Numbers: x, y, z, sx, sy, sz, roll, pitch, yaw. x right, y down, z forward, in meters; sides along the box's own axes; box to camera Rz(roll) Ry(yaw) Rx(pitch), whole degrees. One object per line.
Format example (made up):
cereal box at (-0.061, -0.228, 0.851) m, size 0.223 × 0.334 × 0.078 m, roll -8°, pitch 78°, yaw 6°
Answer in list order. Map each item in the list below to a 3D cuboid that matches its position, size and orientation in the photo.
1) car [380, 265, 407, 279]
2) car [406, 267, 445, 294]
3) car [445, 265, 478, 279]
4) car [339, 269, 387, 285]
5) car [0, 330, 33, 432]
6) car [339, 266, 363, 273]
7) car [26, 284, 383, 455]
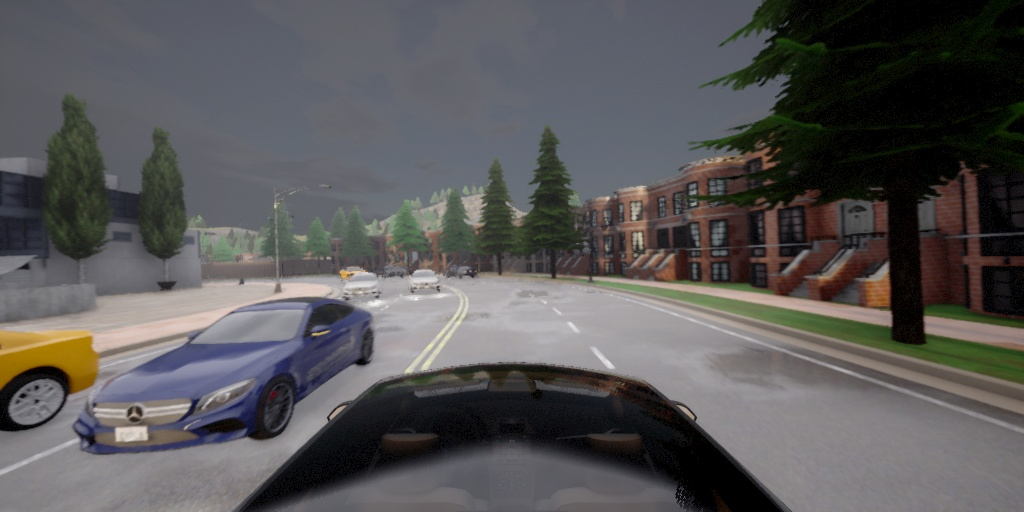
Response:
car at (-13.081, 1.669, 38.059) m, size 1.994 × 1.385 × 4.181 m, roll -2°, pitch 0°, yaw -38°
car at (-5.831, 1.626, 23.754) m, size 1.812 × 1.442 × 4.674 m, roll -2°, pitch 0°, yaw -18°
car at (-5.757, 1.735, 39.651) m, size 2.033 × 1.411 × 5.357 m, roll -2°, pitch 0°, yaw -34°
car at (-8.733, 1.725, 21.291) m, size 1.812 × 1.442 × 4.674 m, roll -2°, pitch 0°, yaw -16°
car at (-7.134, 1.513, 3.252) m, size 1.882 × 1.535 × 5.008 m, roll -2°, pitch 0°, yaw -2°
car at (-15.821, 1.752, 35.883) m, size 1.882 × 1.535 × 5.008 m, roll -2°, pitch 0°, yaw -38°
car at (-3.682, 1.441, 5.735) m, size 1.812 × 1.442 × 4.674 m, roll -2°, pitch 0°, yaw -2°
